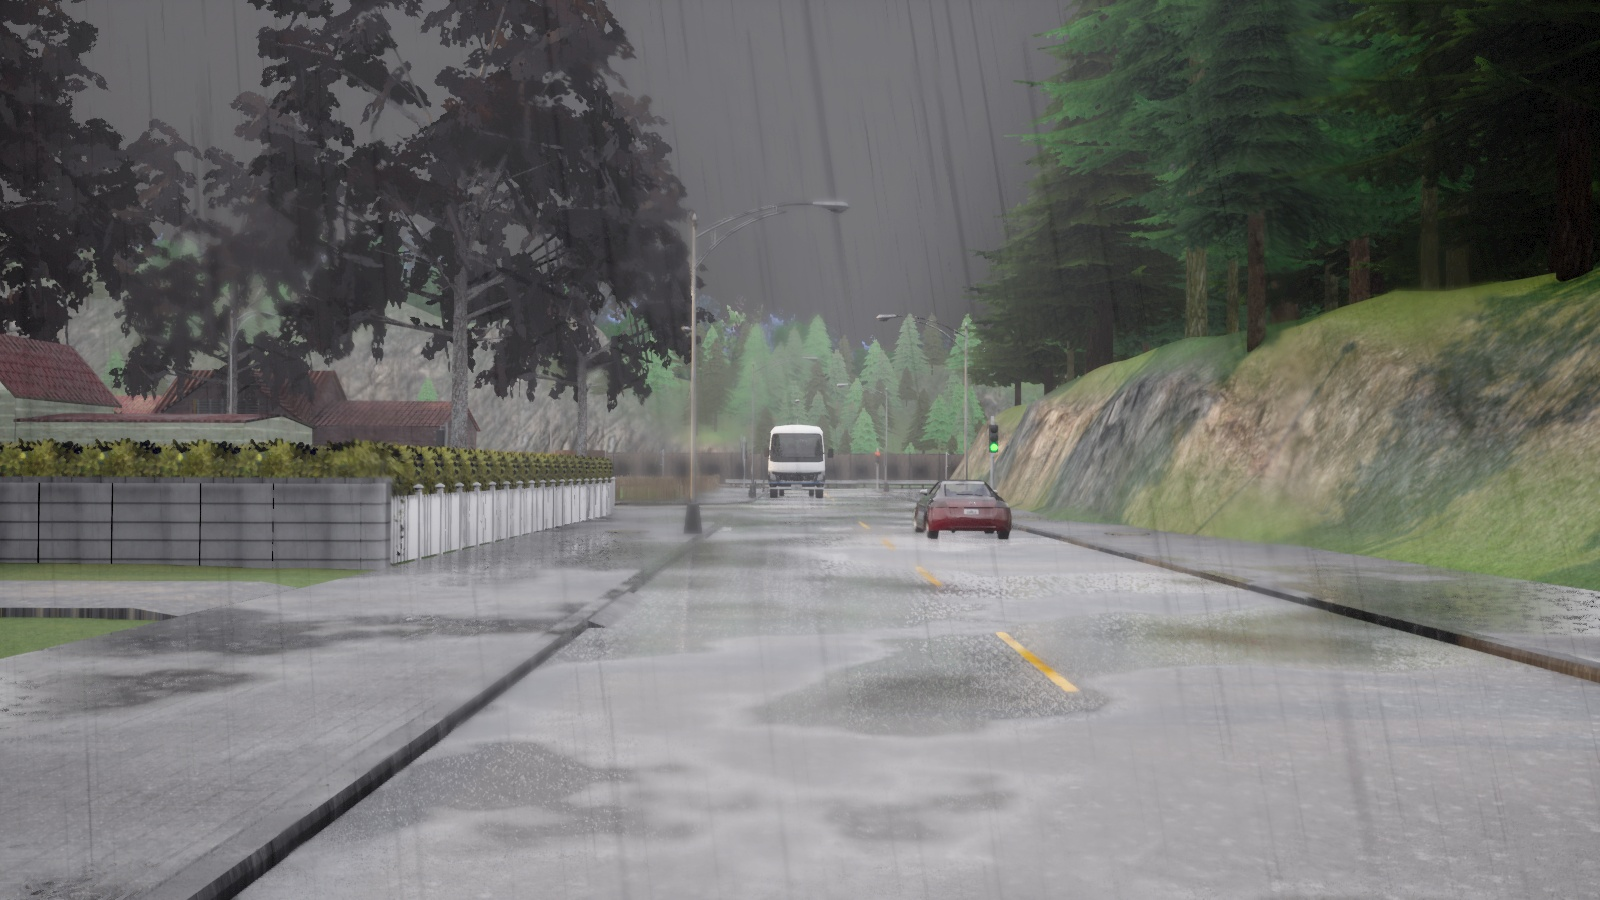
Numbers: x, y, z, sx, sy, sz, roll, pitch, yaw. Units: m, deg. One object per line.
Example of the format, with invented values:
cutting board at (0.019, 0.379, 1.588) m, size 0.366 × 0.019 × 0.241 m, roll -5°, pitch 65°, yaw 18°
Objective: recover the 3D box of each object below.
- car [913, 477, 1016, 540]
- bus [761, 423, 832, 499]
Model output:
car at (3.919, 1.376, 30.590) m, size 1.994 × 1.385 × 4.181 m, roll 0°, pitch -1°, yaw 0°
bus at (-0.192, 0.698, 75.175) m, size 3.944 × 4.253 × 10.273 m, roll 0°, pitch -1°, yaw 0°
